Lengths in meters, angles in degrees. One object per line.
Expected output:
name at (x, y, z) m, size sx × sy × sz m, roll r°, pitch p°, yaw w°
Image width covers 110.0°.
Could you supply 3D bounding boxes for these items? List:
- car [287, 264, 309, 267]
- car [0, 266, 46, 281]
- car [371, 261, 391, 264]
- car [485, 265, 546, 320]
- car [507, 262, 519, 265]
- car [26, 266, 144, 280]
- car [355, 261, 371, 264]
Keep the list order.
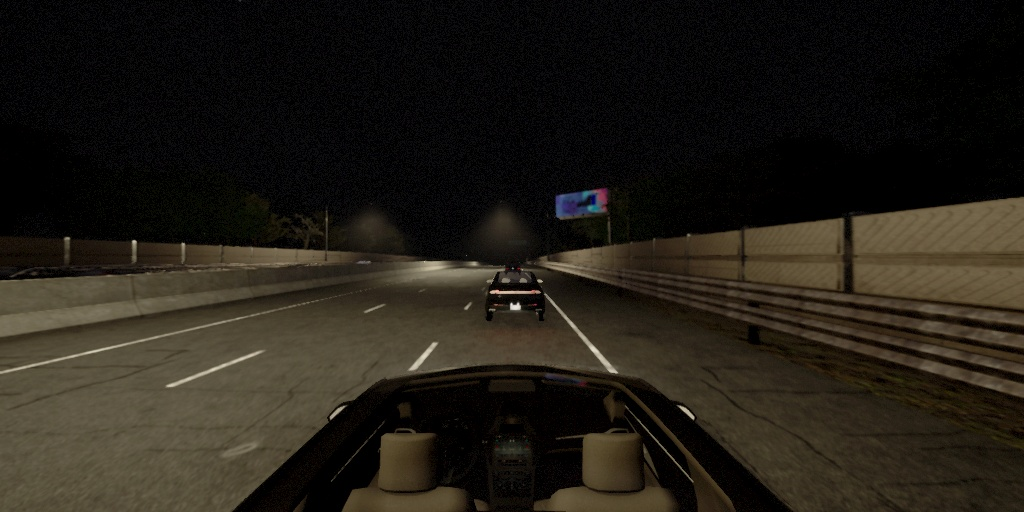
car at (-17.594, 1.371, 29.364) m, size 1.994 × 1.385 × 4.181 m, roll 0°, pitch 0°, yaw 0°
car at (-24.599, 1.257, 18.044) m, size 2.128 × 1.511 × 4.902 m, roll 0°, pitch 0°, yaw 0°
car at (-21.036, 1.566, 59.229) m, size 1.812 × 1.442 × 4.674 m, roll 0°, pitch -1°, yaw 1°
car at (0.100, 1.248, 12.579) m, size 2.128 × 1.511 × 4.902 m, roll 0°, pitch 0°, yaw 0°
car at (0.102, 1.438, 41.652) m, size 2.033 × 1.411 × 5.357 m, roll 0°, pitch 0°, yaw 0°
car at (-21.097, 1.330, 18.478) m, size 1.994 × 1.385 × 4.181 m, roll 0°, pitch 0°, yaw 0°
car at (-24.530, 1.534, 59.213) m, size 2.128 × 1.511 × 4.902 m, roll 0°, pitch -1°, yaw 1°
